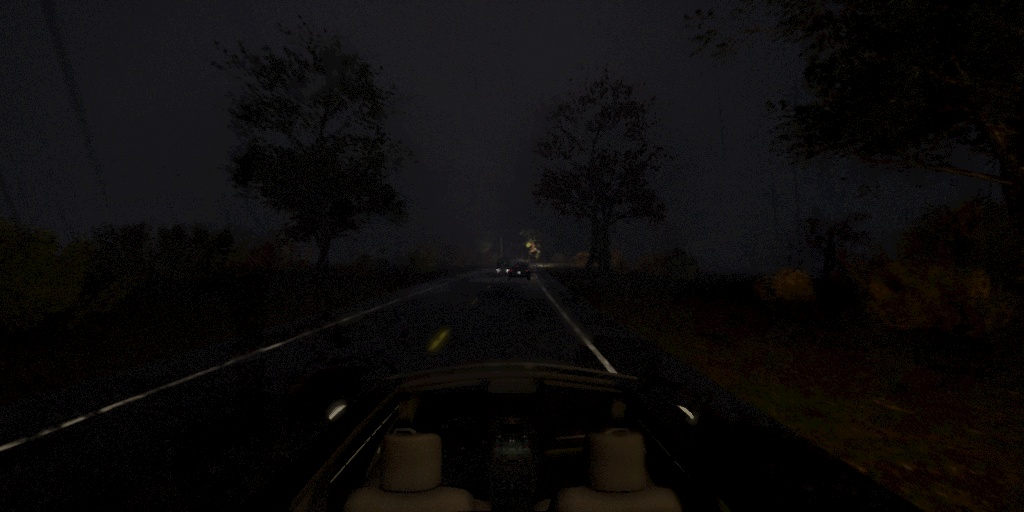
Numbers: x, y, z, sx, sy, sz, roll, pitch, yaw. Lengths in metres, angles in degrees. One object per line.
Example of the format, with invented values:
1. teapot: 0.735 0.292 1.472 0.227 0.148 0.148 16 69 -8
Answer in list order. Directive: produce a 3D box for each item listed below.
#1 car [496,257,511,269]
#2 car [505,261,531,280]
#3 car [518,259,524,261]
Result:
1. car: -1.376 1.126 61.311 2.150 2.045 5.566 0 0 5
2. car: 0.655 1.374 32.058 1.994 1.385 4.181 0 0 2
3. car: 1.501 1.476 49.828 1.895 1.301 4.718 0 0 3
